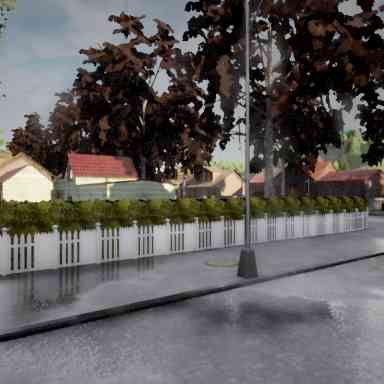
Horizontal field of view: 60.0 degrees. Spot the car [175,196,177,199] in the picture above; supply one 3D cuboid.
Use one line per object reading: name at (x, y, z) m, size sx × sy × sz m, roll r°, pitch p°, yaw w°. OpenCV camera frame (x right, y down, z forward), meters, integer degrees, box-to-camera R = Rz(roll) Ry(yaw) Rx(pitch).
car at (-4.887, 1.219, 59.590) m, size 2.150 × 2.045 × 5.566 m, roll 0°, pitch 0°, yaw -36°
